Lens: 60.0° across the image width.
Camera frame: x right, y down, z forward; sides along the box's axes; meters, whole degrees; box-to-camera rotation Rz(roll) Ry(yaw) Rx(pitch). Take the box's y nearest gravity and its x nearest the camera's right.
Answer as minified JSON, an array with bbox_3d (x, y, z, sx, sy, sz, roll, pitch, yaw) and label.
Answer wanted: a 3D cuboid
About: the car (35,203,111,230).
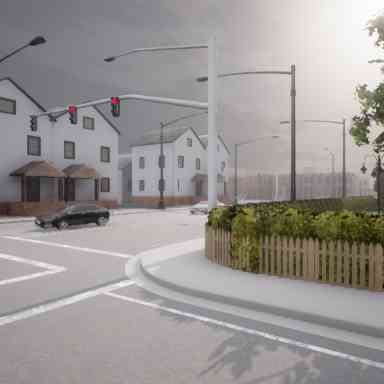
[{"bbox_3d":[-7.410,1.505,21.083,1.837,1.490,4.892,0,0,35],"label":"car"}]

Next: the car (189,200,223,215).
[{"bbox_3d":[1.614,1.526,34.145,1.812,1.442,4.674,0,0,35],"label":"car"}]

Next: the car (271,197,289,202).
[{"bbox_3d":[13.907,1.547,51.790,2.033,1.411,5.357,0,0,35],"label":"car"}]
